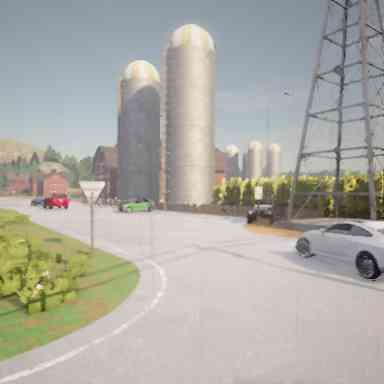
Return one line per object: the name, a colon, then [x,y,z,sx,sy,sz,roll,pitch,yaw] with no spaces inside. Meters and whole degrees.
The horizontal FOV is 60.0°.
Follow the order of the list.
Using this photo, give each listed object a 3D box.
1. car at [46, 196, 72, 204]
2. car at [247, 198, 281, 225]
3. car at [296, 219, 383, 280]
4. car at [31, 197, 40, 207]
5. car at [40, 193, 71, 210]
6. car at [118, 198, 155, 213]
car: [-25.481,1.537,63.811,4.181,1.381,1.994,1,0,-36]
car: [5.406,1.361,24.574,1.905,1.878,3.866,0,0,24]
car: [5.084,1.558,10.096,1.812,1.442,4.674,2,0,-14]
car: [-23.403,1.468,51.134,1.812,1.442,4.674,1,0,-35]
car: [-17.458,1.163,42.714,2.150,2.045,5.566,1,0,-35]
car: [-6.175,1.471,37.032,3.988,1.617,1.851,1,0,-36]
